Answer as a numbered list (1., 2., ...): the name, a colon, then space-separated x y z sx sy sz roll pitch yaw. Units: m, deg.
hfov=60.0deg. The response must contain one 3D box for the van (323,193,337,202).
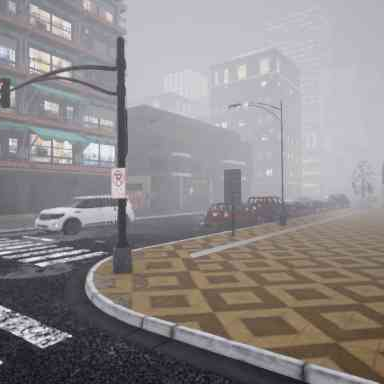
1. van: 29.260 1.229 70.468 1.690 1.788 3.998 -1 0 36

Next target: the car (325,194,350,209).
1. car: 19.047 1.167 43.268 2.192 1.841 5.009 -1 0 36

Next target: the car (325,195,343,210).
1. car: 15.737 1.415 38.761 2.008 1.369 4.403 -1 0 36

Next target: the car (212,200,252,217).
1. car: 3.939 1.524 31.850 1.994 1.385 4.181 -1 0 36

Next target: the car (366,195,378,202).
1. car: 35.611 1.334 65.801 1.887 1.381 4.507 -1 0 36

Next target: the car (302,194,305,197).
1. car: 15.601 1.394 47.571 1.882 1.535 5.008 -1 -1 37

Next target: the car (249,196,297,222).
1. car: 5.797 1.215 25.242 2.192 1.841 5.009 -1 0 36

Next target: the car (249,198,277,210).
1. car: 9.287 1.489 43.290 1.752 1.417 4.829 -1 0 36

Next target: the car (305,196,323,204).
1. car: 22.536 1.439 61.317 1.752 1.417 4.829 -1 0 36

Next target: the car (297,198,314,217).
1. car: 9.112 1.470 29.747 1.802 1.307 4.206 -1 0 36

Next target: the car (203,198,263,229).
1. car: 2.486 1.352 20.734 1.967 1.590 4.097 -1 0 36

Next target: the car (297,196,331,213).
1. car: 12.424 1.421 34.254 1.887 1.381 4.507 -1 0 36

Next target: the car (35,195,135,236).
1. car: -5.778 1.217 18.754 2.150 2.045 5.566 -1 0 38
